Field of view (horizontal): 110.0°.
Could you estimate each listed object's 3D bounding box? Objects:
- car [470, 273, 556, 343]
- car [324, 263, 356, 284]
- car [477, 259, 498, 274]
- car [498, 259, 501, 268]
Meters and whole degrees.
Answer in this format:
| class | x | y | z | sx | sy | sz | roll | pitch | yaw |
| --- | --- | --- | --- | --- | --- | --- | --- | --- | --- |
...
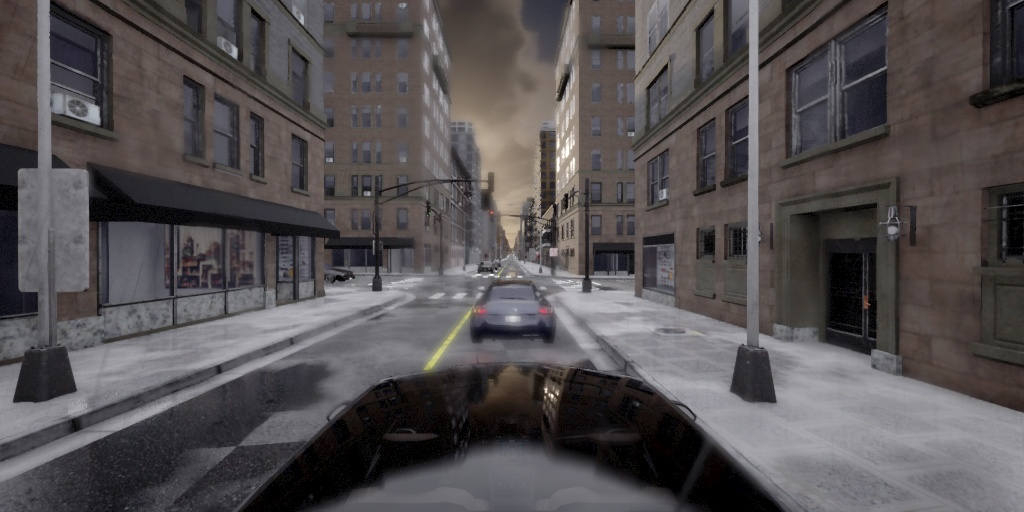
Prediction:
| class | x | y | z | sx | sy | sz | roll | pitch | yaw |
| --- | --- | --- | --- | --- | --- | --- | --- | --- | --- |
| car | 0.017 | 1.315 | 9.668 | 1.994 | 1.385 | 4.181 | 0 | 0 | 0 |
| car | -13.856 | 1.138 | 24.947 | 5.357 | 1.411 | 2.033 | 1 | 0 | 1 |
| car | -3.063 | 1.309 | 43.112 | 1.837 | 1.490 | 4.892 | 0 | 0 | 0 |
| car | -3.053 | 1.373 | 53.506 | 2.033 | 1.411 | 5.357 | 0 | 0 | 0 |
